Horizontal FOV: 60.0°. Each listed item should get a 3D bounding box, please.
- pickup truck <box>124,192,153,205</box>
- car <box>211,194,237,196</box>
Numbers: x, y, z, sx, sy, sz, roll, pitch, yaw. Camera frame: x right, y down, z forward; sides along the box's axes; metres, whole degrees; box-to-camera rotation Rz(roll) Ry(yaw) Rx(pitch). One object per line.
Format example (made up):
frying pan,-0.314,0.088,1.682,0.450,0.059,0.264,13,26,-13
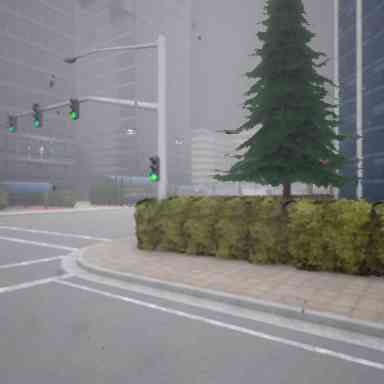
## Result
pickup truck,-9.027,1.132,57.135,6.274,2.098,2.390,0,0,-24
car,3.800,1.225,34.310,2.150,2.045,5.566,0,0,35
